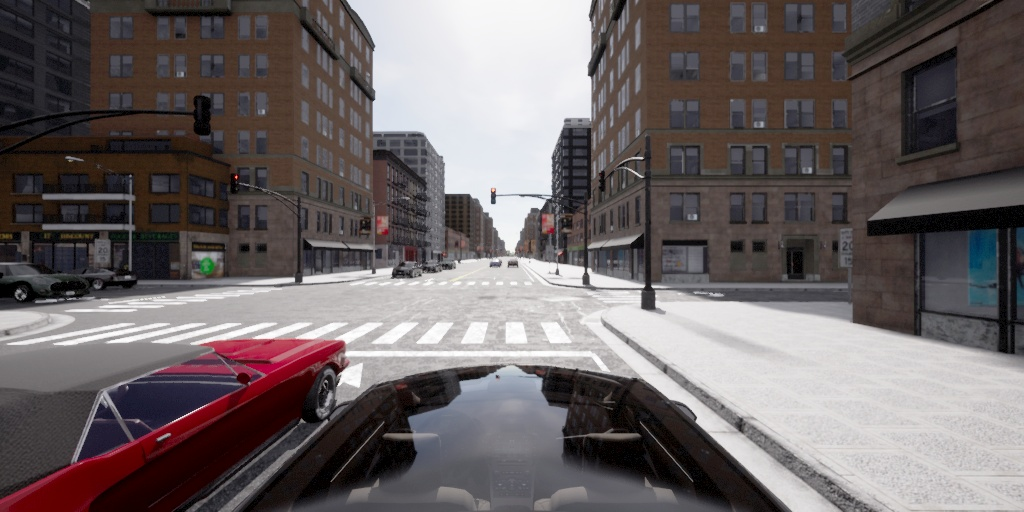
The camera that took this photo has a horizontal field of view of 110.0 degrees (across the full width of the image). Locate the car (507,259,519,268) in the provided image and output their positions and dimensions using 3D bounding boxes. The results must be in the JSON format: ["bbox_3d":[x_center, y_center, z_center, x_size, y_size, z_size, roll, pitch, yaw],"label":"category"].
[{"bbox_3d":[0.166,1.228,62.199,1.837,1.490,4.892,0,0,0],"label":"car"}]

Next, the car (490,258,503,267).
[{"bbox_3d":[-2.978,1.270,64.093,2.033,1.411,5.357,0,0,0],"label":"car"}]

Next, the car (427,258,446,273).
[{"bbox_3d":[-9.731,1.239,43.556,1.837,1.490,4.892,0,0,1],"label":"car"}]

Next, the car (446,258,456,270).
[{"bbox_3d":[-9.699,1.081,53.617,2.097,1.767,4.553,0,0,0],"label":"car"}]

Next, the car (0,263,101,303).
[{"bbox_3d":[-22.163,1.092,16.196,4.553,1.767,2.097,0,0,0],"label":"car"}]

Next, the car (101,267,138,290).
[{"bbox_3d":[-25.321,1.325,21.705,4.313,1.339,1.948,0,0,0],"label":"car"}]

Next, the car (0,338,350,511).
[{"bbox_3d":[-3.157,1.351,2.837,1.895,1.301,4.718,0,0,0],"label":"car"}]

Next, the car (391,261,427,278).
[{"bbox_3d":[-9.758,1.245,33.721,1.837,1.490,4.892,0,0,0],"label":"car"}]
